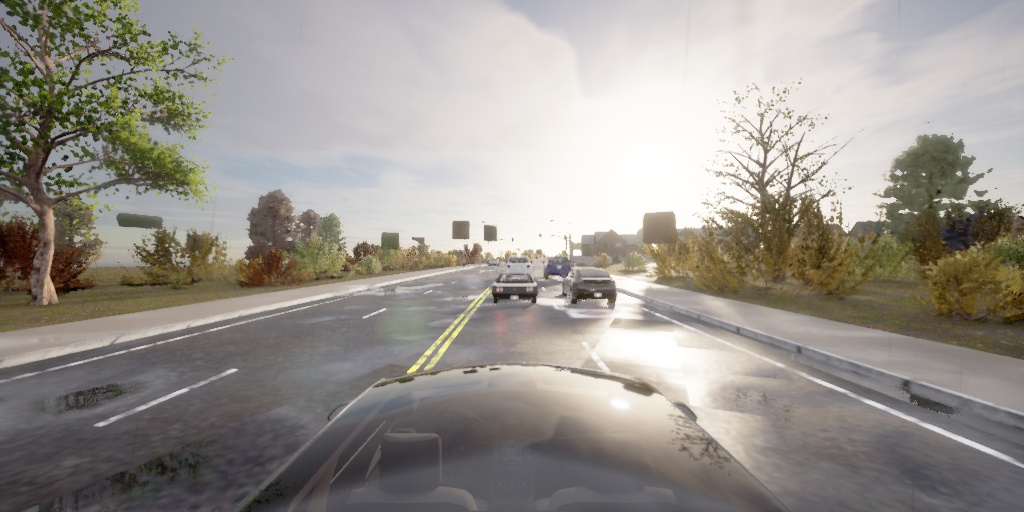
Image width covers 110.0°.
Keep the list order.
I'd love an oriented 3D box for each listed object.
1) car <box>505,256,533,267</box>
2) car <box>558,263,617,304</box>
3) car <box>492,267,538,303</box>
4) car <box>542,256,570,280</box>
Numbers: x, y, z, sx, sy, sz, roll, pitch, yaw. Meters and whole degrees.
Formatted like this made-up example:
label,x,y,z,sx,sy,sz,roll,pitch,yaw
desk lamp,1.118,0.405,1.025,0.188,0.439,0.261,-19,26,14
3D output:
label,x,y,z,sx,sy,sz,roll,pitch,yaw
car,0.631,1.005,31.447,2.150,2.045,5.566,0,0,2
car,3.406,1.266,16.383,1.837,1.490,4.892,0,0,1
car,0.158,1.369,16.482,1.895,1.301,4.718,0,0,1
car,3.879,1.001,31.310,2.150,2.045,5.566,0,0,2
